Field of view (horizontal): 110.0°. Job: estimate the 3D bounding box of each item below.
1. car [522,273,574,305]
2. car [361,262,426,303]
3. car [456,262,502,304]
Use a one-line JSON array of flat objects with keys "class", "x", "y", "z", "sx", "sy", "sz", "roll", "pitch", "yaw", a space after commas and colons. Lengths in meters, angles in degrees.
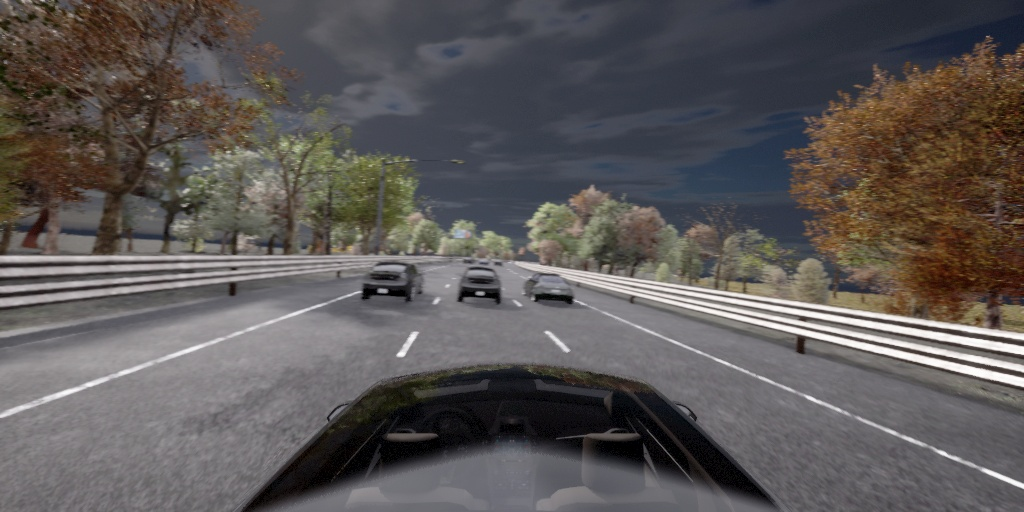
[{"class": "car", "x": 1.776, "y": 1.570, "z": 18.424, "sx": 1.994, "sy": 1.385, "sz": 4.181, "roll": 4, "pitch": 0, "yaw": -7}, {"class": "car", "x": -4.856, "y": 0.993, "z": 15.121, "sx": 1.837, "sy": 1.490, "sz": 4.892, "roll": 4, "pitch": 0, "yaw": -7}, {"class": "car", "x": -1.544, "y": 1.252, "z": 16.780, "sx": 1.837, "sy": 1.490, "sz": 4.892, "roll": 4, "pitch": 0, "yaw": -7}]
